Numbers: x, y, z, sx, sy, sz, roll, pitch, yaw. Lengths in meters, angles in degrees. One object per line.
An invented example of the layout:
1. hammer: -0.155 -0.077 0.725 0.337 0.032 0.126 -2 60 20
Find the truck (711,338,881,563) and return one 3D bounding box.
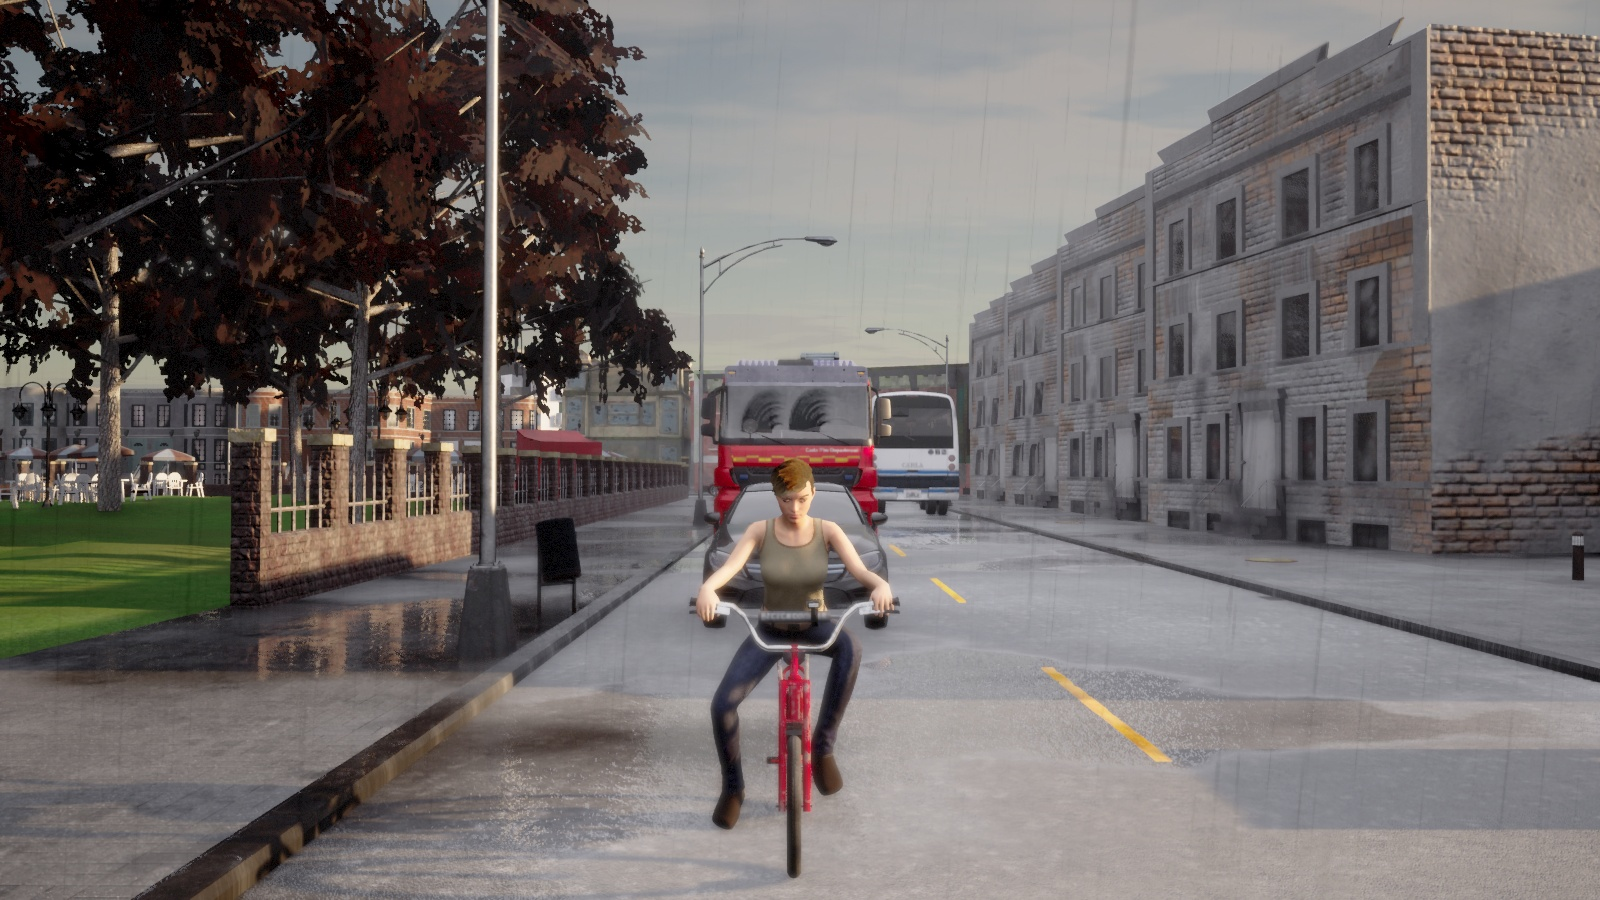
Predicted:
1. truck: -0.086 0.079 25.617 2.891 3.827 8.468 0 -1 0

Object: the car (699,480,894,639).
1. car: -0.041 1.076 14.025 1.812 1.442 4.674 0 -1 0

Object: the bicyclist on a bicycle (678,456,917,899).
1. bicyclist on a bicycle: -0.018 0.841 5.330 0.866 1.612 1.509 0 -1 -1

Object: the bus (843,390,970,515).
1. bus: 3.818 0.229 48.143 3.944 4.253 10.273 0 -2 0
